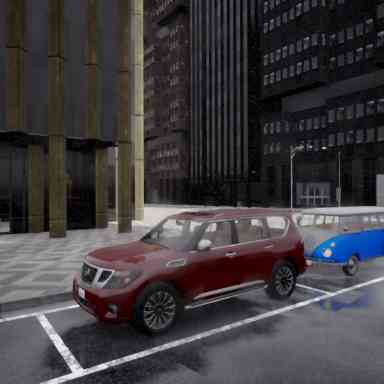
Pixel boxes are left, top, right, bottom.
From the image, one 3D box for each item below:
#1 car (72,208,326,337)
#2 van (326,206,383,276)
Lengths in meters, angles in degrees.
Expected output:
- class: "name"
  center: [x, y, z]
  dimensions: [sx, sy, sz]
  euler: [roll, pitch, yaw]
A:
- class: "car"
  center: [0.259, 1.315, 6.843]
  dimensions: [5.009, 1.841, 2.192]
  euler: [0, 0, -36]
- class: "van"
  center: [4.756, 1.341, 10.053]
  dimensions: [3.998, 1.788, 1.690]
  euler: [0, 0, -36]
